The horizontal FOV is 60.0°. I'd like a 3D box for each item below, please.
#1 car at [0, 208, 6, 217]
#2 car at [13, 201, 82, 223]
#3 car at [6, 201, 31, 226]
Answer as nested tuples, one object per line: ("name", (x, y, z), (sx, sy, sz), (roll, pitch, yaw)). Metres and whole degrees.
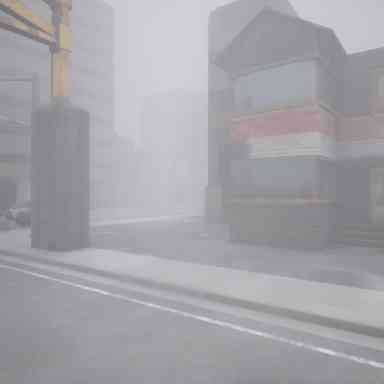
("car", (-12.868, 1.295, 25.424), (4.536, 1.218, 1.853), (0, 0, -30))
("car", (-9.697, 1.295, 22.775), (1.853, 1.218, 4.536), (0, 0, 15))
("car", (-9.710, 1.453, 22.725), (2.038, 1.542, 4.974), (0, 0, 15))
